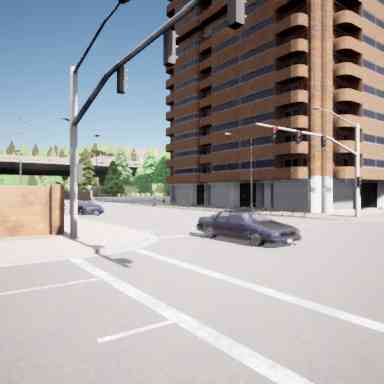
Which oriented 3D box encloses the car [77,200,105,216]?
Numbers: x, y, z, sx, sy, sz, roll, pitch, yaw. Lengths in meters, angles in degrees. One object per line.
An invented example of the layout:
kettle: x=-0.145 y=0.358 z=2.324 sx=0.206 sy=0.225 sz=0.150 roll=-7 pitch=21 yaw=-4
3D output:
car: x=-10.450 y=1.545 z=33.104 sx=2.033 sy=1.411 sz=5.357 roll=0 pitch=0 yaw=-36

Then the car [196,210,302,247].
car: x=2.331 y=1.546 z=15.358 sx=2.033 sy=1.411 sz=5.357 roll=0 pitch=0 yaw=-36
